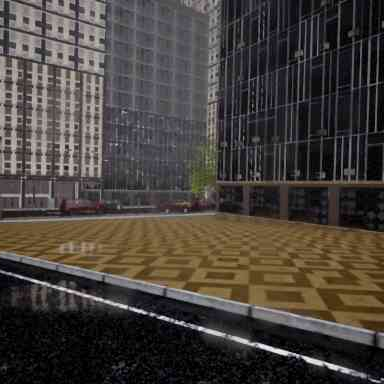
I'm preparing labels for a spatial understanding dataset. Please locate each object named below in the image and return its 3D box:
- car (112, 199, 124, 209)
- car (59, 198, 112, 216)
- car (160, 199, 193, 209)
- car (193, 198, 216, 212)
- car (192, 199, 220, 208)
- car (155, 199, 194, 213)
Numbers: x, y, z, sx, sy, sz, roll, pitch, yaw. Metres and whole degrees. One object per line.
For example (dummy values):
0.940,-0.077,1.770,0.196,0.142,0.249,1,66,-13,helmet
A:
-11.617,1.719,45.984,4.403,1.369,2.008,1,1,-34,car
-11.840,1.644,36.276,5.009,1.841,2.192,1,1,-34,car
-2.402,1.784,52.292,4.829,1.417,1.752,1,1,-34,car
2.192,1.781,45.883,5.009,1.841,2.192,1,1,-34,car
2.416,1.871,55.592,4.313,1.339,1.947,1,1,-34,car
-2.490,1.965,42.685,4.507,1.381,1.887,1,1,-34,car
